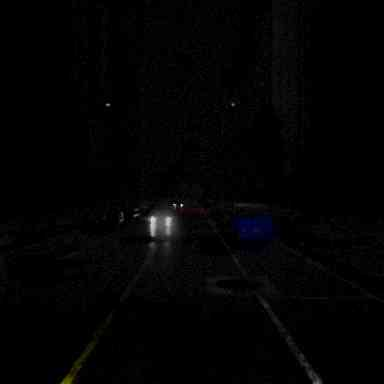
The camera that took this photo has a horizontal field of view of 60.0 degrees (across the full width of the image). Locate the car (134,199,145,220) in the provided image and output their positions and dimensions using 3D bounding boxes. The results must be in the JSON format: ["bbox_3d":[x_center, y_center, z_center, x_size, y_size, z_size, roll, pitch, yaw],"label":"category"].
[{"bbox_3d":[-5.659,1.507,28.031,2.192,1.841,5.009,0,0,0],"label":"car"}]

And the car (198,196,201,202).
[{"bbox_3d":[2.875,1.762,67.486,2.192,1.841,5.009,0,0,0],"label":"car"}]

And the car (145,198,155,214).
[{"bbox_3d":[-5.657,1.781,39.098,1.752,1.417,4.829,0,0,1],"label":"car"}]

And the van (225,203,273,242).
[{"bbox_3d":[2.864,1.462,16.727,1.690,1.788,3.998,0,0,0],"label":"van"}]

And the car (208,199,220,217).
[{"bbox_3d":[2.875,1.749,33.850,1.752,1.417,4.829,0,0,1],"label":"car"}]

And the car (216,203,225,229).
[{"bbox_3d":[2.866,1.683,22.538,1.752,1.417,4.829,0,0,0],"label":"car"}]

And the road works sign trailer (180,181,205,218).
[{"bbox_3d":[0.008,0.684,32.967,2.380,3.560,2.880,0,0,0],"label":"road works sign trailer"}]

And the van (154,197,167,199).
[{"bbox_3d":[-5.652,1.704,56.223,1.690,1.788,3.998,0,0,0],"label":"van"}]

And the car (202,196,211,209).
[{"bbox_3d":[2.871,1.764,50.567,1.967,1.590,4.097,0,0,0],"label":"car"}]

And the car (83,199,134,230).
[{"bbox_3d":[-5.661,1.473,22.391,2.192,1.841,5.009,0,0,0],"label":"car"}]

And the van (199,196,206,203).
[{"bbox_3d":[2.881,1.971,90.043,1.690,1.788,3.998,0,0,0],"label":"van"}]

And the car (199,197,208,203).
[{"bbox_3d":[2.879,2.024,84.402,1.967,1.590,4.097,0,0,0],"label":"car"}]

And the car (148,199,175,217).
[{"bbox_3d":[-3.089,1.754,34.424,1.812,1.442,4.674,0,0,0],"label":"car"}]

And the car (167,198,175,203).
[{"bbox_3d":[-5.645,2.212,90.055,1.802,1.307,4.206,0,0,0],"label":"car"}]

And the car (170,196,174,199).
[{"bbox_3d":[-5.649,1.933,73.139,1.967,1.590,4.097,0,0,0],"label":"car"}]

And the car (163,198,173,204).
[{"bbox_3d":[-5.648,2.083,78.777,1.887,1.381,4.507,0,0,0],"label":"car"}]

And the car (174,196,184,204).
[{"bbox_3d":[-2.981,2.011,75.926,1.837,1.490,4.892,0,0,0],"label":"car"}]
